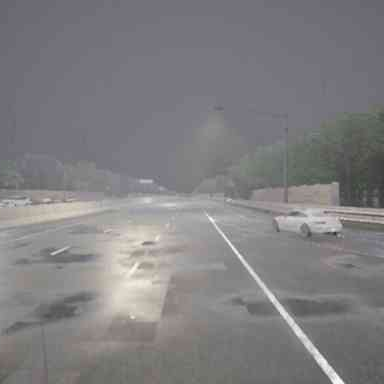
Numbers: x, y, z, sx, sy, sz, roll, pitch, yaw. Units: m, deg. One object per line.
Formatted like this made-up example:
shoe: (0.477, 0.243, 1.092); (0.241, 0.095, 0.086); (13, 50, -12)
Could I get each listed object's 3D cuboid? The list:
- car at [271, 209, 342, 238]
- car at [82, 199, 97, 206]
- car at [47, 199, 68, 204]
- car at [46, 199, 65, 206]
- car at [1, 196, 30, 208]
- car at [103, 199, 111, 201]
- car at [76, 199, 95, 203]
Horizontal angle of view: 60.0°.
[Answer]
car: (6.324, 1.684, 18.762); (1.812, 1.442, 4.674); (0, 0, -19)
car: (-21.138, 2.116, 68.709); (1.994, 1.385, 4.181); (0, 0, 0)
car: (-21.129, 1.959, 53.033); (1.812, 1.442, 4.674); (0, 0, 0)
car: (-28.139, 2.158, 68.749); (1.895, 1.301, 4.718); (0, 0, 0)
car: (-28.110, 1.654, 53.229); (2.150, 2.045, 5.566); (0, 0, 0)
car: (-17.642, 2.123, 69.499); (1.994, 1.385, 4.181); (0, 0, 0)
car: (-17.622, 1.988, 53.934); (2.033, 1.411, 5.357); (0, 0, 0)
